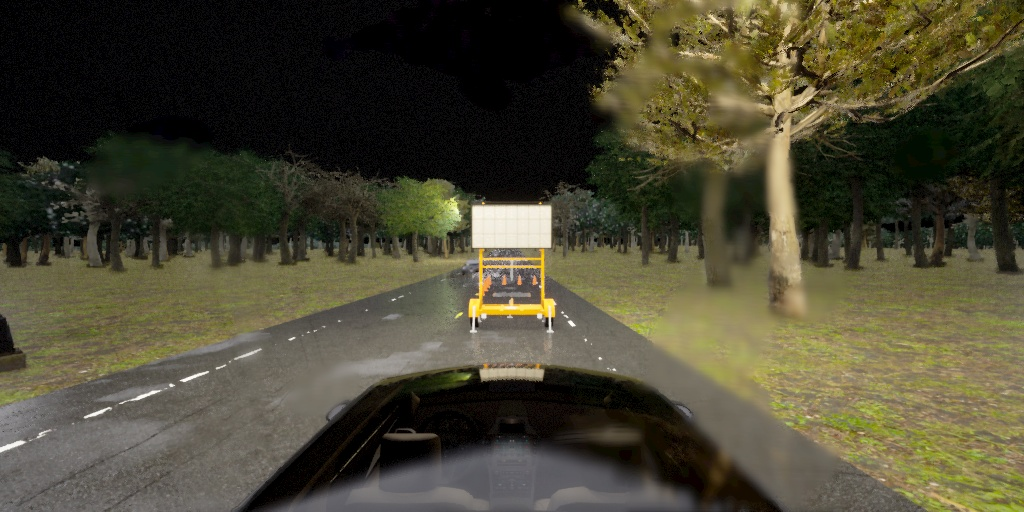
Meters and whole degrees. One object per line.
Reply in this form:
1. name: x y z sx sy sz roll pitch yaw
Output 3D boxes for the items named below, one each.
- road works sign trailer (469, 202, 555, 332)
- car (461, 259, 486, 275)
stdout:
1. road works sign trailer: -0.006 0.194 10.732 2.380 3.560 2.880 0 0 0
2. car: -3.620 1.028 34.222 1.812 1.442 4.674 0 1 0
